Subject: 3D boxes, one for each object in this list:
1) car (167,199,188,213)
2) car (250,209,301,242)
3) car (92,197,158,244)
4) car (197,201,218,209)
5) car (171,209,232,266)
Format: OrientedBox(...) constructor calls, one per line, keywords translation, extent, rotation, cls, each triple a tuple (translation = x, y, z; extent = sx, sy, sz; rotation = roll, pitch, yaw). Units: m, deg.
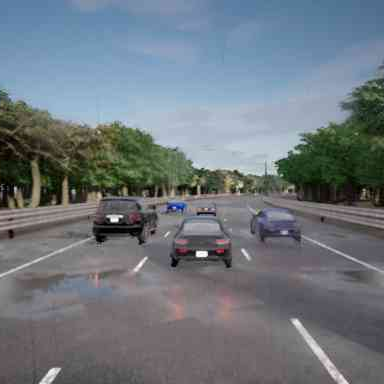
OrientedBox(translation=(-1.598, 1.491, 36.972), extent=(1.882, 1.535, 5.008), rotation=(0, 0, 5), cls="car")
OrientedBox(translation=(4.004, 1.539, 16.366), extent=(1.812, 1.442, 4.674), rotation=(0, 0, 2), cls="car")
OrientedBox(translation=(-3.020, 1.226, 16.080), extent=(2.150, 2.045, 5.566), rotation=(0, 0, 2), cls="car")
OrientedBox(translation=(1.425, 1.564, 31.499), extent=(2.033, 1.411, 5.357), rotation=(0, 0, 5), cls="car")
OrientedBox(translation=(0.334, 1.532, 11.412), extent=(1.812, 1.442, 4.674), rotation=(0, 0, 2), cls="car")
